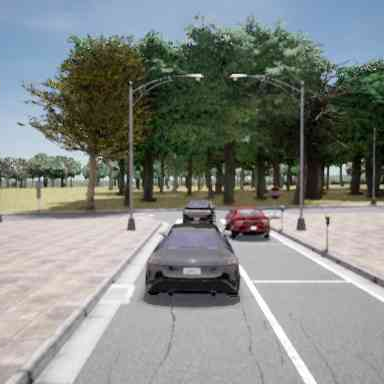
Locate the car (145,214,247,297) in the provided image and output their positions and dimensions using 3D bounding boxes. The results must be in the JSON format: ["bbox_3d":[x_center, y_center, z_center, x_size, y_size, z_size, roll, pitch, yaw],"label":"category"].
[{"bbox_3d":[0.065,1.471,8.408,1.994,1.385,4.181,0,1,2],"label":"car"}]

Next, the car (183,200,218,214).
[{"bbox_3d":[0.567,1.259,21.050,2.128,1.511,4.902,0,1,7],"label":"car"}]

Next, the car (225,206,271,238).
[{"bbox_3d":[2.598,1.369,16.288,1.887,1.381,4.507,-1,1,0],"label":"car"}]
